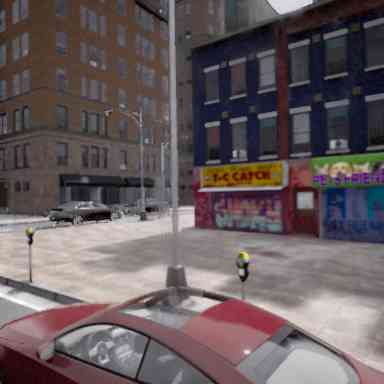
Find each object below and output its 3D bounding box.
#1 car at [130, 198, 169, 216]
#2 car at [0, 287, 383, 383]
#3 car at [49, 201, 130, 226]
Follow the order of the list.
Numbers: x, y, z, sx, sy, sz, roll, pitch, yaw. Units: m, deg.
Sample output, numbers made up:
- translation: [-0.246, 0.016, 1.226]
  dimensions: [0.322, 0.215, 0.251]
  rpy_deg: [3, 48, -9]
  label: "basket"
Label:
- translation: [-4.189, 1.351, 30.434]
  dimensions: [2.128, 1.511, 4.902]
  rpy_deg: [-1, 0, 36]
  label: "car"
- translation: [-0.317, 1.586, 3.052]
  dimensions: [4.206, 1.307, 1.802]
  rpy_deg: [0, -1, 36]
  label: "car"
- translation: [-6.817, 1.361, 21.721]
  dimensions: [2.128, 1.511, 4.902]
  rpy_deg: [-1, 0, 36]
  label: "car"
